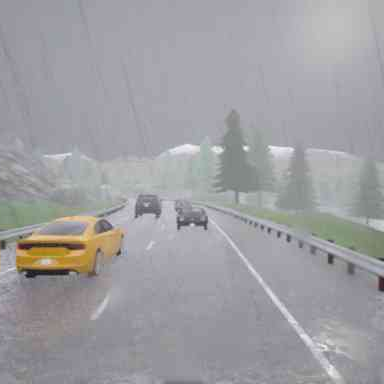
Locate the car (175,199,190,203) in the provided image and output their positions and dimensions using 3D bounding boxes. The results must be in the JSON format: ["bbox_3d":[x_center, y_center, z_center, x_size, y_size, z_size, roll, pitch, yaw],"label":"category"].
[{"bbox_3d":[-1.145,1.548,39.480,2.033,1.411,5.357,0,0,-6],"label":"car"}]

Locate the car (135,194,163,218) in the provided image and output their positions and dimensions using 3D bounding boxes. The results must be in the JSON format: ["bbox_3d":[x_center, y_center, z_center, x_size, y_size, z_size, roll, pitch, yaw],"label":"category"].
[{"bbox_3d":[-3.923,1.222,30.371,2.150,2.045,5.566,0,0,-3],"label":"car"}]

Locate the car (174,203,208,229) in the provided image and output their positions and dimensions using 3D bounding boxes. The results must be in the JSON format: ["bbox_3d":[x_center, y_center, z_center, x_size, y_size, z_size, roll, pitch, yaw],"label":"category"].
[{"bbox_3d":[-0.038,1.601,21.446,1.895,1.301,4.718,0,0,-1],"label":"car"}]

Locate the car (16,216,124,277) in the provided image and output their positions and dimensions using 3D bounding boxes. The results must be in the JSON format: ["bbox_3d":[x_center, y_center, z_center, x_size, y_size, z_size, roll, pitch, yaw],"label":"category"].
[{"bbox_3d":[-3.405,1.478,10.247,1.882,1.535,5.008,0,0,0],"label":"car"}]
